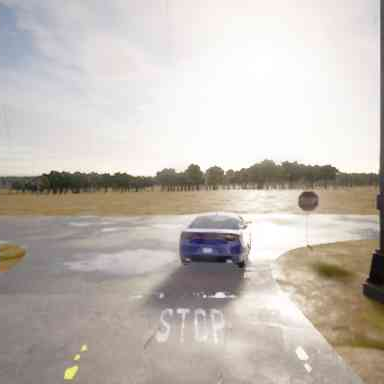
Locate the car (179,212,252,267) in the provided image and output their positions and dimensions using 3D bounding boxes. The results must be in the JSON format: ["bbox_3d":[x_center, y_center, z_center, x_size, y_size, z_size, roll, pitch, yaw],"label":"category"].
[{"bbox_3d":[0.976,1.417,11.394,1.882,1.535,5.008,0,0,13],"label":"car"}]
